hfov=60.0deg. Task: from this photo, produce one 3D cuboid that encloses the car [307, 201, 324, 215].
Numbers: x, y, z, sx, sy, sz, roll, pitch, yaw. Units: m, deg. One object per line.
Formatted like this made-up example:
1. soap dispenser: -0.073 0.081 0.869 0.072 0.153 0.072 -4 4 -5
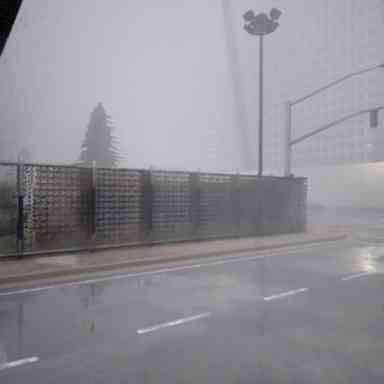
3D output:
1. car: 12.939 1.783 38.990 1.882 1.535 5.008 1 0 -35
